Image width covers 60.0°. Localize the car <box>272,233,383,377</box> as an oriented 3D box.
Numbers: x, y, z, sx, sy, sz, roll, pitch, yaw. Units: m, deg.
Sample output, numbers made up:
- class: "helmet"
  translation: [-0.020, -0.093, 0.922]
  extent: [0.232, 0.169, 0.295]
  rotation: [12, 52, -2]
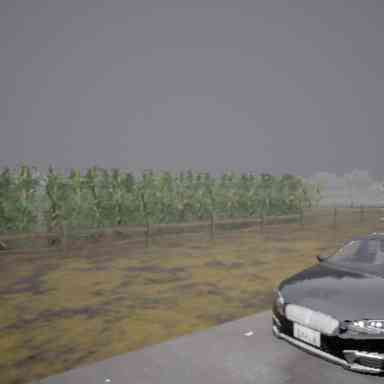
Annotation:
- class: "car"
  translation: [3.401, 1.475, 5.481]
  extent: [4.902, 1.511, 2.128]
  rotation: [0, 0, -35]
